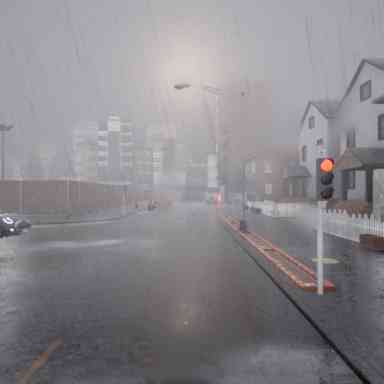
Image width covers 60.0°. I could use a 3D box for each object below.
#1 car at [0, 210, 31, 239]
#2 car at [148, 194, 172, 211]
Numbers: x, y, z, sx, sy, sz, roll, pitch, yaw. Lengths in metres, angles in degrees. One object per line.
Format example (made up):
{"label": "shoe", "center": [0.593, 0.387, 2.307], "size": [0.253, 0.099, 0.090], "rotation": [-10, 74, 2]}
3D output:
{"label": "car", "center": [-10.491, 1.352, 16.489], "size": [4.553, 1.767, 2.097], "rotation": [0, 0, 1]}
{"label": "car", "center": [-4.079, 1.221, 41.202], "size": [2.150, 2.045, 5.566], "rotation": [0, 0, 0]}
